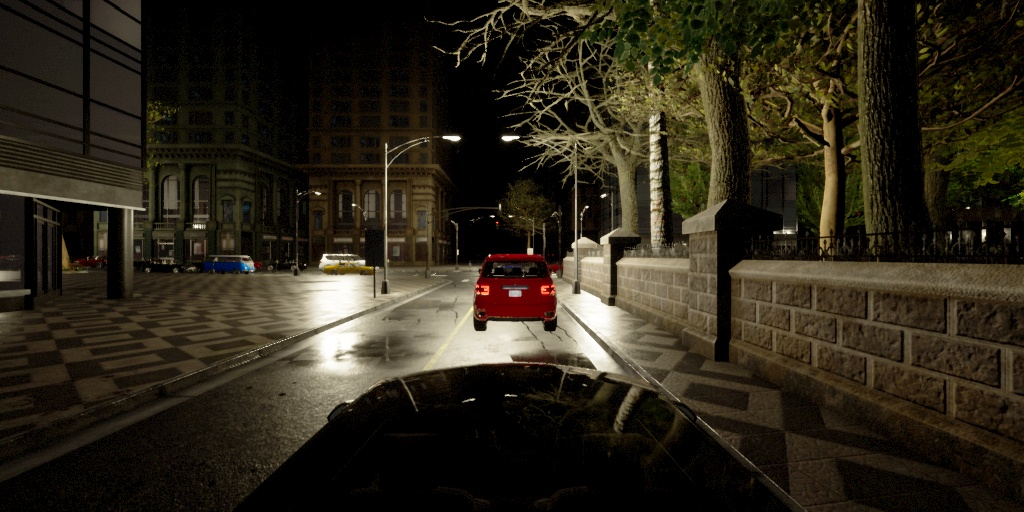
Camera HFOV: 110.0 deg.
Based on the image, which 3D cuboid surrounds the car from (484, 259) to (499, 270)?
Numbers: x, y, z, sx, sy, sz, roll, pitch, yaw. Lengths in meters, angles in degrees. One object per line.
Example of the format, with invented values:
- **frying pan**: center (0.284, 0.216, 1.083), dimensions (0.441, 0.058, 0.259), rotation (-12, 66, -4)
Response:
- **car**: center (-3.119, 1.220, 54.058), dimensions (2.033, 1.411, 5.357), rotation (0, 0, -4)

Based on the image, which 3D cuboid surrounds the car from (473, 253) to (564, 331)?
- **car**: center (0.099, 0.971, 11.067), dimensions (2.150, 2.045, 5.566), rotation (0, 0, 0)

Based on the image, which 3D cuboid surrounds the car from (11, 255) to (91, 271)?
- **car**: center (-43.040, 0.798, 33.544), dimensions (4.829, 1.417, 1.751), rotation (0, 0, 0)

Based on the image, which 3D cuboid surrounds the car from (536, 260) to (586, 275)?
- **car**: center (5.283, 1.257, 38.637), dimensions (5.008, 1.535, 1.882), rotation (1, 0, -7)

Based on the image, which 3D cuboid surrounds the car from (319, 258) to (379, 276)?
- **car**: center (-14.941, 1.145, 33.380), dimensions (4.829, 1.417, 1.751), rotation (0, 0, 0)

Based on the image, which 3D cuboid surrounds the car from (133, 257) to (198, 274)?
- **car**: center (-31.970, 0.979, 33.479), dimensions (4.403, 1.370, 2.007), rotation (0, 0, 0)

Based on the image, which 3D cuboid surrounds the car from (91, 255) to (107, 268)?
- **car**: center (-48.784, 0.629, 42.103), dimensions (4.097, 1.591, 1.967), rotation (0, 0, 0)

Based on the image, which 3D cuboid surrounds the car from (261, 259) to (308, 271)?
- **car**: center (-26.312, 1.064, 41.972), dimensions (4.313, 1.339, 1.948), rotation (0, 0, 0)

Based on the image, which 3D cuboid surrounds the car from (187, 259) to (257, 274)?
- **car**: center (-29.143, 1.010, 36.125), dimensions (5.357, 1.411, 2.033), rotation (1, 0, 0)

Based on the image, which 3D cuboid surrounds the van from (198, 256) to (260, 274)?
- **van**: center (-26.352, 0.839, 33.446), dimensions (3.998, 1.789, 1.690), rotation (0, 0, 0)

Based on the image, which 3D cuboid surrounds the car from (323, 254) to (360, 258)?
- **car**: center (-16.372, 0.829, 36.053), dimensions (5.566, 2.045, 2.150), rotation (1, 0, 1)

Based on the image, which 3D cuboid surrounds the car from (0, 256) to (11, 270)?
- **car**: center (-48.827, 0.740, 33.577), dimensions (4.403, 1.370, 2.007), rotation (0, 0, 0)
